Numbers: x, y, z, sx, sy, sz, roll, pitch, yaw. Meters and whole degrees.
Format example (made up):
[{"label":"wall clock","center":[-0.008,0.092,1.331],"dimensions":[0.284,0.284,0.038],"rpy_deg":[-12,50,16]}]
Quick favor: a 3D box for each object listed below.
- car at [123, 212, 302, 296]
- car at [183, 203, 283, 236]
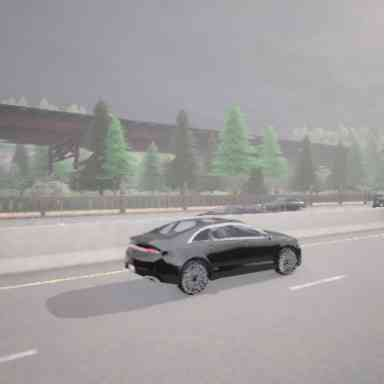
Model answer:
[{"label":"car","center":[0.725,1.403,8.441],"dimensions":[4.902,1.511,2.128],"rpy_deg":[0,1,-34]},{"label":"car","center":[2.345,1.365,18.117],"dimensions":[5.357,1.411,2.033],"rpy_deg":[0,1,-33]}]
